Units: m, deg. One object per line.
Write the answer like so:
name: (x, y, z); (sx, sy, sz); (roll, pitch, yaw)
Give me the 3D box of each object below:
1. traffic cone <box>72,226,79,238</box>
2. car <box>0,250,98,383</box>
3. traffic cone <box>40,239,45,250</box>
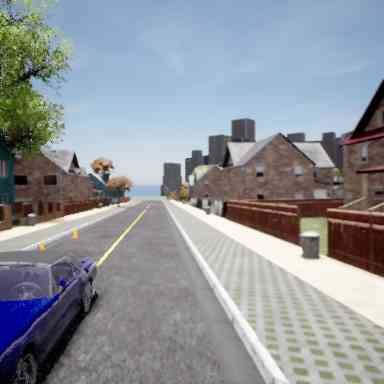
traffic cone: (-6.209, 2.132, 17.693); (0.340, 0.580, 0.340); (-1, 0, -6)
car: (-2.780, 1.656, 4.946); (1.895, 1.301, 4.718); (-1, 0, -5)
traffic cone: (-5.714, 2.094, 12.716); (0.340, 0.580, 0.340); (-1, 0, -6)
